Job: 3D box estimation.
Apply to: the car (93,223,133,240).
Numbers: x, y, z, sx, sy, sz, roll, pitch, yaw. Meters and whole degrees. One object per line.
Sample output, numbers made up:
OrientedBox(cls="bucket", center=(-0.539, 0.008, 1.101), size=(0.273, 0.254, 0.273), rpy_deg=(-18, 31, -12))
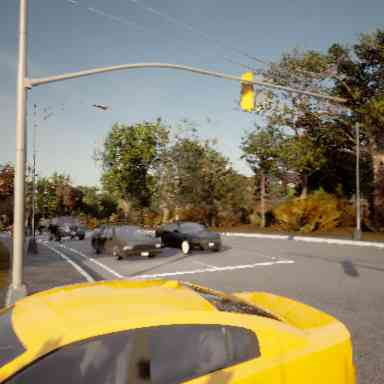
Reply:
OrientedBox(cls="car", center=(-6.942, 3.432, 28.994), size=(1.895, 1.301, 4.718), rpy_deg=(1, -6, -33))

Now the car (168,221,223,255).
OrientedBox(cls="car", center=(-0.291, 2.326, 17.721), size=(1.882, 1.535, 5.008), rpy_deg=(1, -4, -29))

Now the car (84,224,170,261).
OrientedBox(cls="car", center=(-3.332, 2.325, 15.977), size=(2.033, 1.411, 5.357), rpy_deg=(2, -4, -32))

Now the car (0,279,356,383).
OrientedBox(cls="car", center=(-0.921, 1.569, 2.664), size=(5.008, 1.535, 1.882), rpy_deg=(1, -2, -27))

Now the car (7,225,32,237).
OrientedBox(cls="car", center=(-21.961, 5.177, 43.206), size=(1.895, 1.301, 4.718), rpy_deg=(2, -6, -42))

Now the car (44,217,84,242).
OrientedBox(cls="car", center=(-10.793, 3.123, 28.501), size=(2.150, 2.045, 5.566), rpy_deg=(1, -5, -33))

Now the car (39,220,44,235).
OrientedBox(cls="car", center=(-18.852, 4.789, 44.962), size=(2.150, 2.045, 5.566), rpy_deg=(2, -6, -41))

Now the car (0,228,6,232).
OrientedBox(cls="car", center=(-41.273, 7.795, 68.367), size=(5.357, 1.411, 2.033), rpy_deg=(-5, -4, 31))
